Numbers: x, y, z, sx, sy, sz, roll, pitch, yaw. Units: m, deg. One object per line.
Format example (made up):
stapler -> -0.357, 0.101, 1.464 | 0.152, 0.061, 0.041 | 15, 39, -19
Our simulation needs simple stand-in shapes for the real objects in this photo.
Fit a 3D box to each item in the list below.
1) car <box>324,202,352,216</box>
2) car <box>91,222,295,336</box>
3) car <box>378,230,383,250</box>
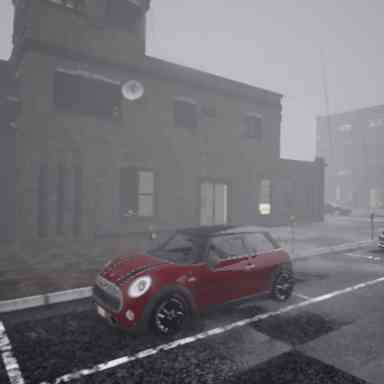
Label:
car -> 13.453, 1.624, 32.871 | 1.887, 1.381, 4.507 | 1, -1, -35
car -> 0.142, 1.442, 6.640 | 4.097, 1.590, 1.967 | 0, 1, -35
car -> 8.944, 1.557, 12.922 | 4.403, 1.369, 2.008 | 0, 1, -35
